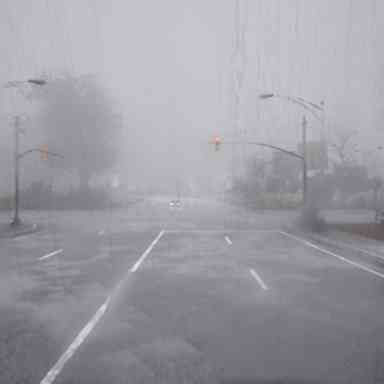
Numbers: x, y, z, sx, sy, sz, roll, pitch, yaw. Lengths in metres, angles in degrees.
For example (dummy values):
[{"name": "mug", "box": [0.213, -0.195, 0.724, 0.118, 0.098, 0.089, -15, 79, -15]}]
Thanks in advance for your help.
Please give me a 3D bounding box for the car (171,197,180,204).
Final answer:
[{"name": "car", "box": [-3.617, 1.795, 73.427, 1.812, 1.442, 4.674, 0, 0, -1]}]
